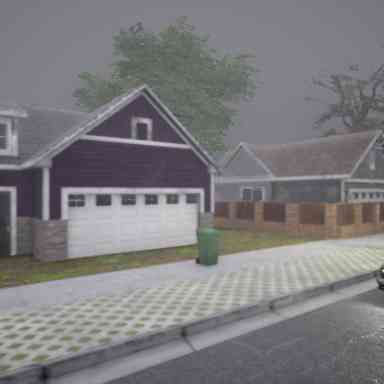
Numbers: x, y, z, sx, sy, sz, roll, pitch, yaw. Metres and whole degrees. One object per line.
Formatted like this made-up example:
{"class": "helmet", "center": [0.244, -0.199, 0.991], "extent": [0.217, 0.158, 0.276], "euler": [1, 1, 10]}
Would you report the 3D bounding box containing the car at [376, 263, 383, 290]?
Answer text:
{"class": "car", "center": [6.377, 1.502, 7.584], "extent": [5.357, 1.411, 2.033], "euler": [0, 0, -35]}
